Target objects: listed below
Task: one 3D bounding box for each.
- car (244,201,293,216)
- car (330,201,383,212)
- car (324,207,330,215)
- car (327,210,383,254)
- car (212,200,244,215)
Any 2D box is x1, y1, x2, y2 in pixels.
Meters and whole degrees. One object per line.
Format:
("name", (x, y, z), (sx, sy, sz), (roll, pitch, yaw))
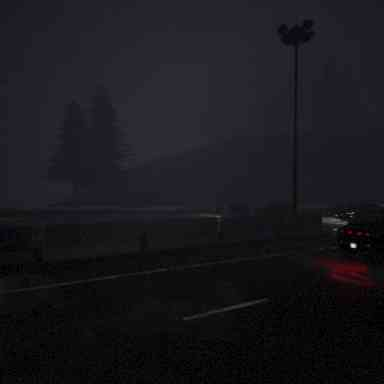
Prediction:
("car", (7.860, 1.654, 32.850), (4.674, 1.442, 1.812), (1, 0, -27))
("car", (14.434, 1.681, 28.292), (4.892, 1.490, 1.837), (1, -1, -25))
("car", (15.116, 1.695, 32.455), (4.892, 1.490, 1.837), (1, -1, -24))
("car", (7.589, 1.591, 12.562), (4.892, 1.490, 1.837), (1, 0, -30))
("car", (4.373, 1.609, 34.992), (4.892, 1.490, 1.837), (1, -1, -27))
